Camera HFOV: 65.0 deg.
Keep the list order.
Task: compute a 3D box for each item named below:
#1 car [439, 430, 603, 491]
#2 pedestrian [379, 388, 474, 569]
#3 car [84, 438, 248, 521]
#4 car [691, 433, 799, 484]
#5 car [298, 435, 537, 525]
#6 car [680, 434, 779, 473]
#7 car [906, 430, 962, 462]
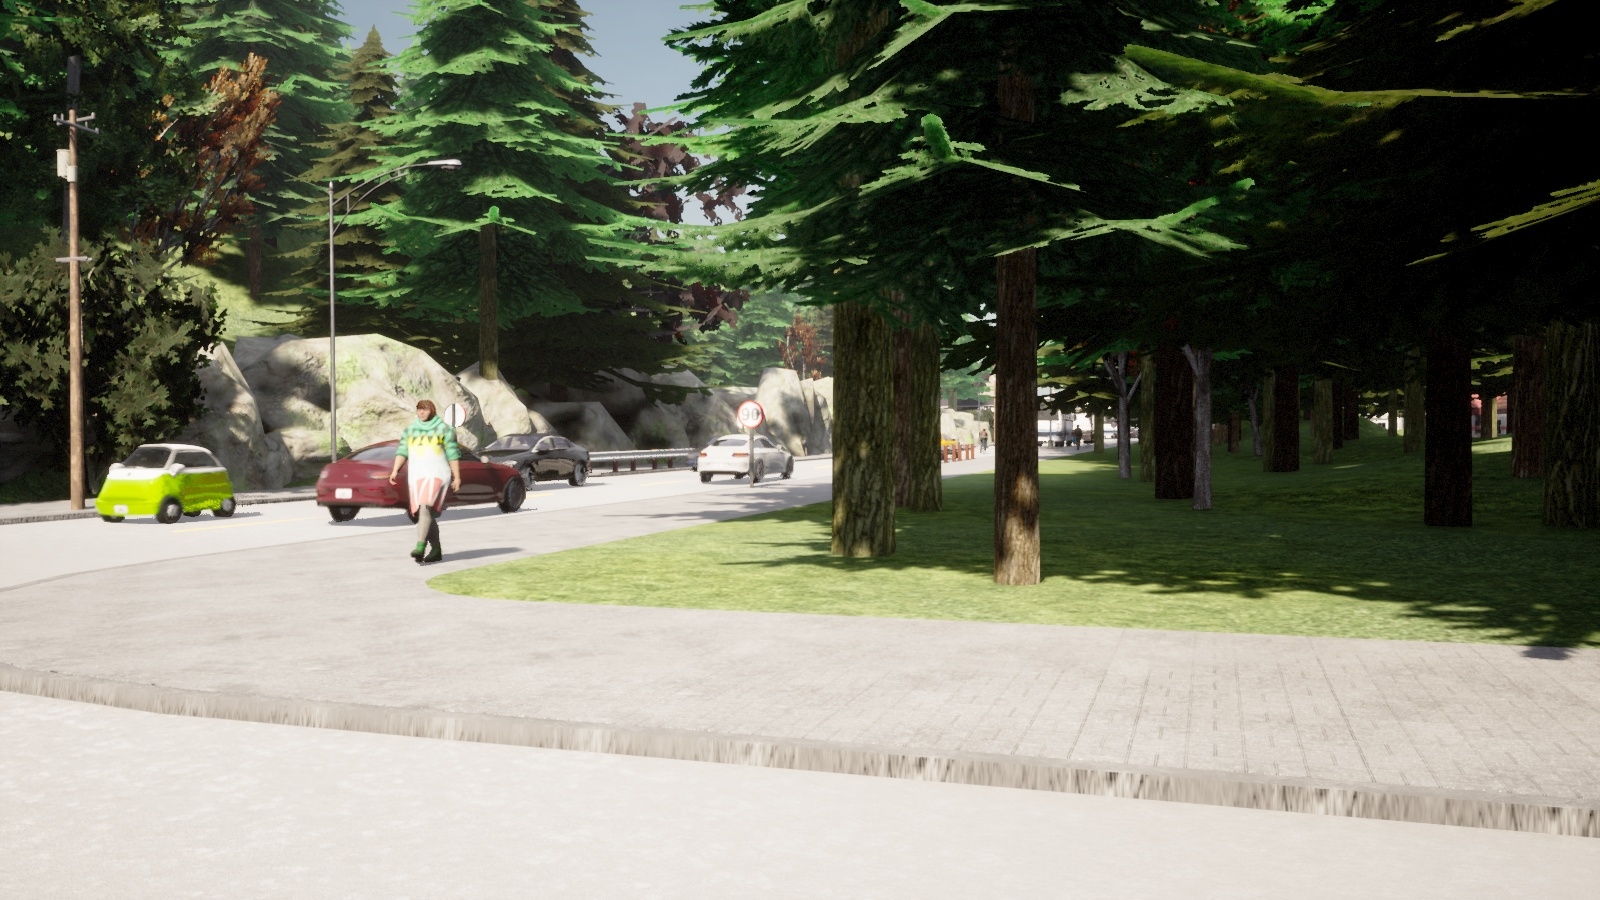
[{"bbox_3d":[-7.411,0.213,33.907,2.128,1.511,4.902,1,1,18],"label":"car"},{"bbox_3d":[-4.148,0.297,13.996,0.659,1.952,0.873,0,1,13],"label":"pedestrian"},{"bbox_3d":[-11.190,0.484,22.276,1.481,1.376,2.207,1,1,18],"label":"car"},{"bbox_3d":[-1.626,0.226,38.768,1.812,1.442,4.674,1,1,18],"label":"car"},{"bbox_3d":[-6.793,0.461,22.922,1.812,1.442,4.674,1,1,18],"label":"car"},{"bbox_3d":[-2.637,0.087,48.601,2.033,1.411,5.357,1,1,18],"label":"car"},{"bbox_3d":[7.009,-0.252,65.229,1.801,1.575,5.366,1,1,18],"label":"car"}]
